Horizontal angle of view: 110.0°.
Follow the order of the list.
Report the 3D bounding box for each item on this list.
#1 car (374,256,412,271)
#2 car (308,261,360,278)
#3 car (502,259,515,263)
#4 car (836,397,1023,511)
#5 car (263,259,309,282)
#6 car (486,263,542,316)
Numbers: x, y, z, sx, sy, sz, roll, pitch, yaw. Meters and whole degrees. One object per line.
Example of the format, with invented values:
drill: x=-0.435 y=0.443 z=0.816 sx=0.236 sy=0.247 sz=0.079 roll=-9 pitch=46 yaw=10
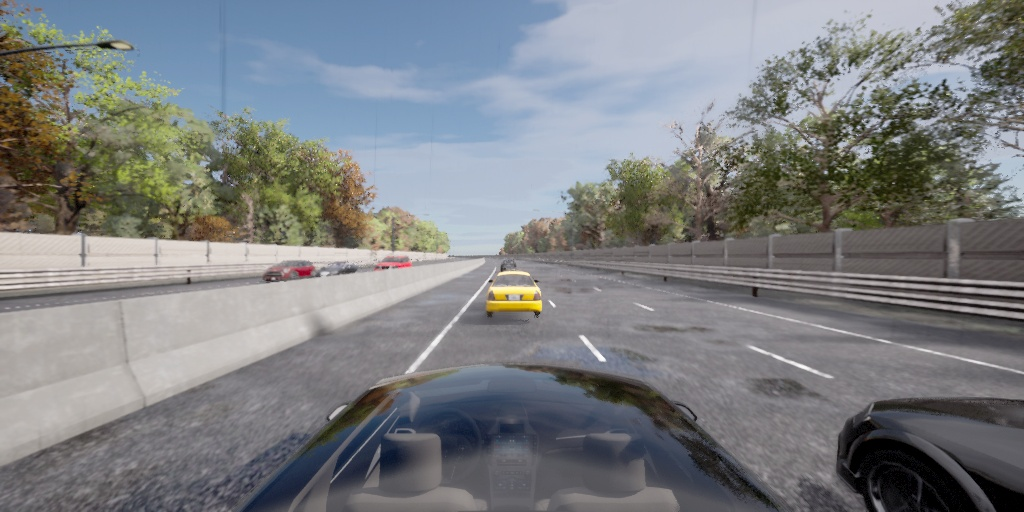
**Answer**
car: x=-10.906 y=0.982 z=33.433 sx=2.150 sy=2.045 sz=5.566 roll=0 pitch=0 yaw=-1
car: x=-14.345 y=1.252 z=29.774 sx=2.128 sy=1.511 sz=4.902 roll=0 pitch=0 yaw=-1
car: x=-0.443 y=1.196 z=44.270 sx=2.033 sy=1.649 sz=4.856 roll=0 pitch=0 yaw=-1
car: x=3.591 y=1.313 z=1.114 sx=1.994 sy=1.385 sz=4.181 roll=0 pitch=0 yaw=0
car: x=-17.834 y=1.112 z=28.995 sx=2.097 sy=1.767 sz=4.553 roll=0 pitch=0 yaw=-1
car: x=0.048 y=1.211 z=13.238 sx=1.801 sy=1.575 sz=5.366 roll=0 pitch=0 yaw=0
